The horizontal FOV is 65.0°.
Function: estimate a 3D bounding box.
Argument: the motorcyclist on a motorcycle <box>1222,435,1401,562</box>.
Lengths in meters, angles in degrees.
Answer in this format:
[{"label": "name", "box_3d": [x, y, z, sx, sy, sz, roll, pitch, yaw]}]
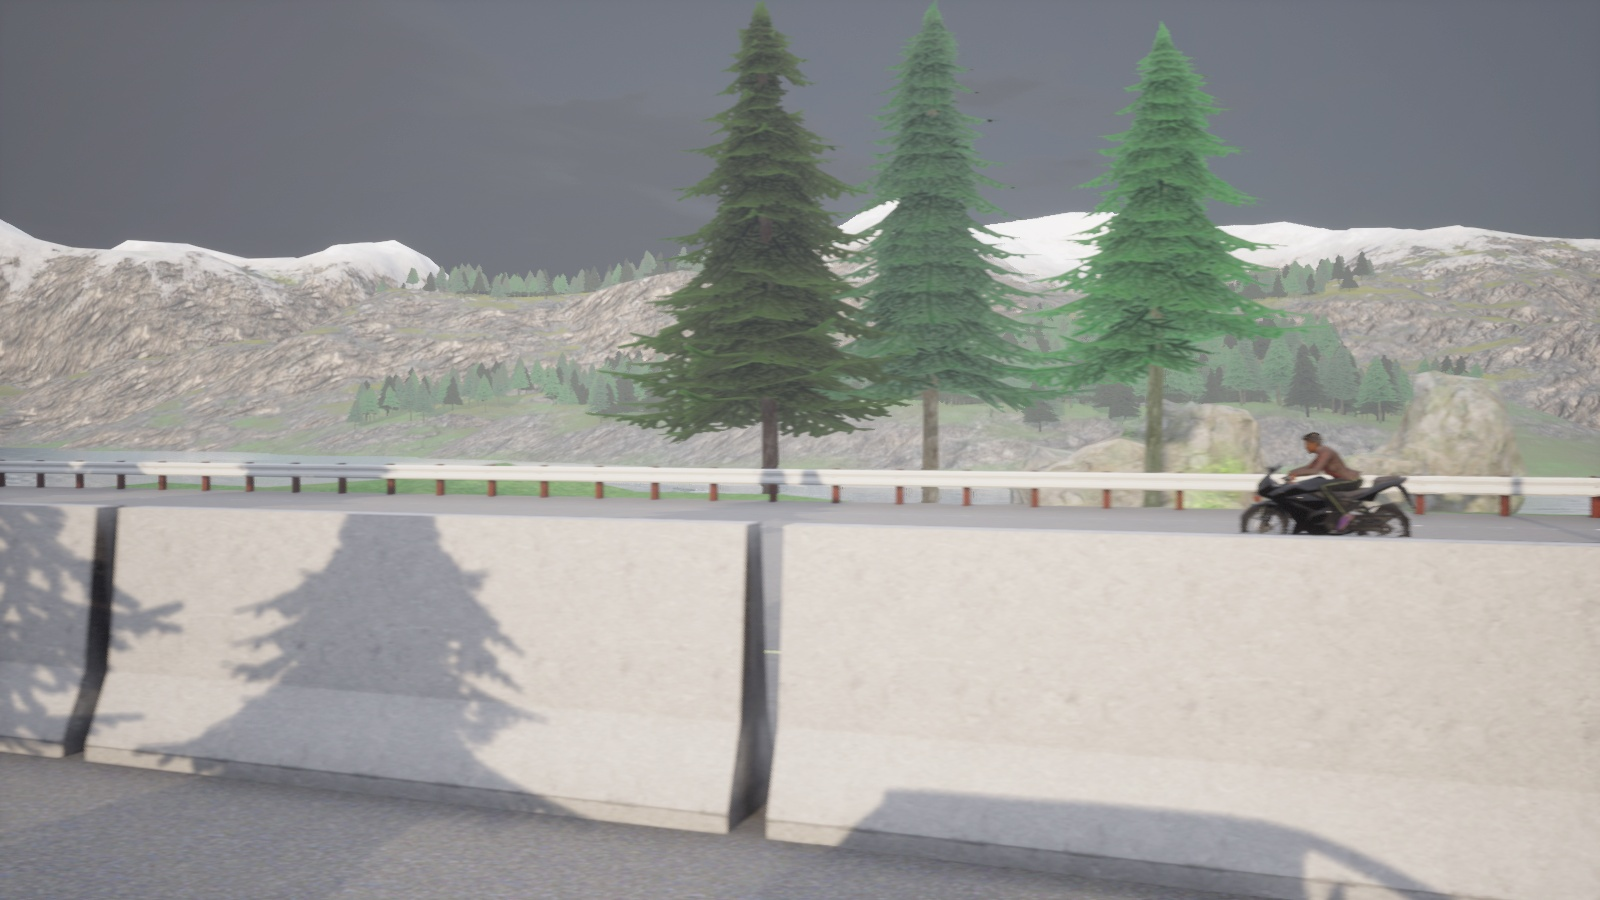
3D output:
[{"label": "motorcyclist on a motorcycle", "box_3d": [6.390, 0.580, 15.812, 2.044, 1.523, 0.797, 0, 1, 19]}]
